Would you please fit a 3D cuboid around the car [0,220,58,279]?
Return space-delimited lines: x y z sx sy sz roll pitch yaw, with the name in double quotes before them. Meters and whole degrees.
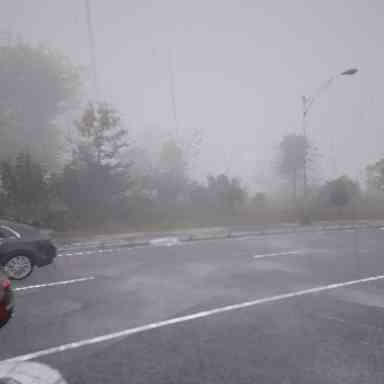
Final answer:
"car" -5.889 1.457 8.082 4.892 1.490 1.837 -1 0 -35

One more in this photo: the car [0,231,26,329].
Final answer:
"car" -4.804 1.541 4.575 4.181 1.385 1.994 -1 1 -35
